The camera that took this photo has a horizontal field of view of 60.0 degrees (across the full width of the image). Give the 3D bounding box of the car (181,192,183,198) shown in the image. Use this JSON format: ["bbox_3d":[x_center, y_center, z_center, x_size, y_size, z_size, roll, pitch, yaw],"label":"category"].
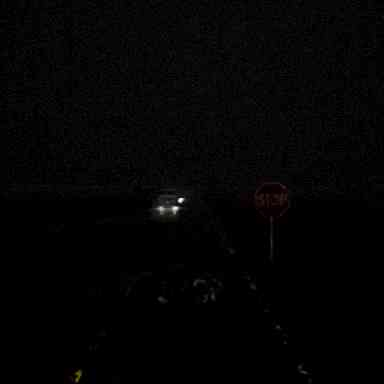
[{"bbox_3d":[-2.763,0.541,63.389,1.895,1.301,4.718,0,1,0],"label":"car"}]

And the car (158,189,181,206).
[{"bbox_3d":[-2.758,0.664,39.897,2.150,2.045,5.566,0,3,0],"label":"car"}]
